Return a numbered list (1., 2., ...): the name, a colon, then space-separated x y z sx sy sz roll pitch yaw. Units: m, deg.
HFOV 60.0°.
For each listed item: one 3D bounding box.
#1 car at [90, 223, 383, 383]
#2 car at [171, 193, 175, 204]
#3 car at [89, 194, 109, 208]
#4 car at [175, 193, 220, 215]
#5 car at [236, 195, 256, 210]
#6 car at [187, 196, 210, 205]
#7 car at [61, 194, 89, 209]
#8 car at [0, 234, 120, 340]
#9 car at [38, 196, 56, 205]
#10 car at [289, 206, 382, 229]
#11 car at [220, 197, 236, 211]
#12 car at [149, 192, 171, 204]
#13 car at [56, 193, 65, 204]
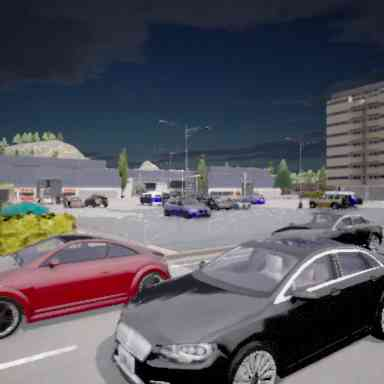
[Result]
1. car: 1.316 1.480 4.882 4.902 1.511 2.128 0 0 -35
2. car: -4.396 1.077 71.654 1.932 1.855 4.605 0 0 -35
3. car: -12.731 1.156 44.396 1.932 1.855 4.605 0 0 -35
4. car: 0.473 1.136 35.268 1.932 1.855 4.605 0 0 -35
5. car: 5.008 1.359 38.518 1.970 1.475 3.806 0 0 -35
6. car: 1.040 1.339 54.189 1.970 1.475 3.806 0 0 -35
7. car: -15.137 1.376 42.782 1.784 1.438 3.905 0 0 -35
8. car: -2.474 1.558 6.508 4.181 1.385 1.994 0 0 -36
9. car: -25.200 1.408 57.059 1.970 1.475 3.806 0 0 -35
10. car: 4.736 1.455 11.550 4.902 1.511 2.128 0 0 -36
11. car: 2.640 1.338 36.853 1.784 1.438 3.905 0 0 -35
12. car: -6.795 1.090 70.033 1.905 1.878 3.866 0 0 -35
13. car: -22.826 1.158 58.715 1.905 1.878 3.866 0 0 -35
